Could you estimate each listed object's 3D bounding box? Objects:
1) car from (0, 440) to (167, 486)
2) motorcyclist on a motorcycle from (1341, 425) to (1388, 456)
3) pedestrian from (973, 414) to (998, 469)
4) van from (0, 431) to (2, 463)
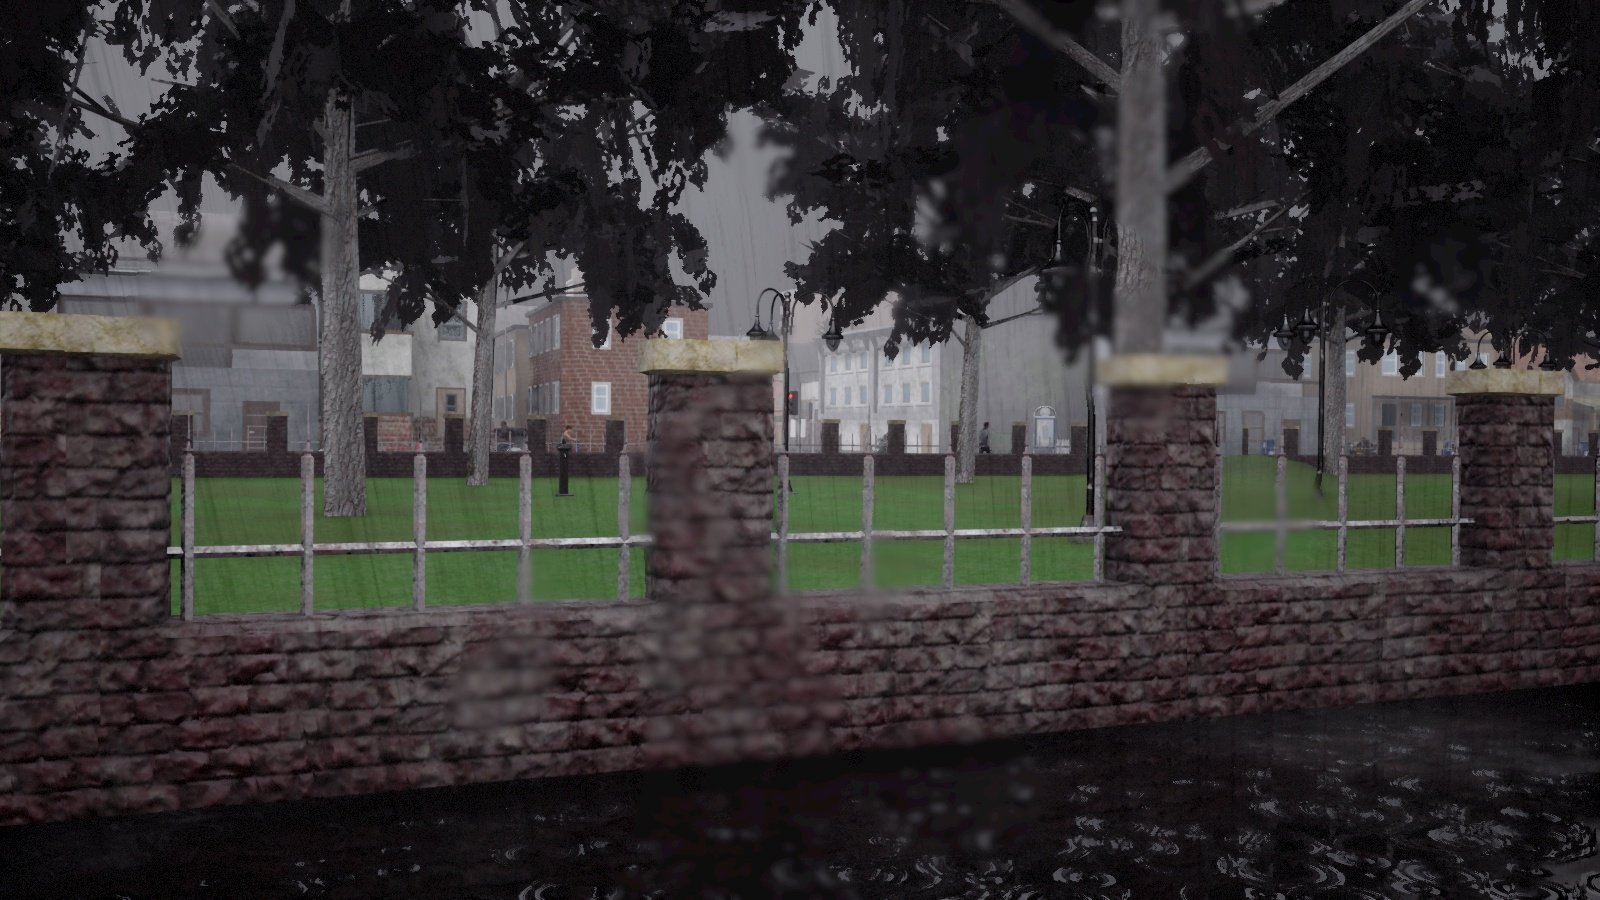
[{"bbox_3d":[-24.696,0.416,42.804,5.357,1.411,2.033,-1,1,-21],"label":"car"},{"bbox_3d":[28.501,-0.507,63.443,2.191,1.530,0.866,-1,1,-21],"label":"motorcyclist on a motorcycle"},{"bbox_3d":[6.673,-0.299,45.129,0.788,1.949,0.423,-1,1,-21],"label":"pedestrian"},{"bbox_3d":[-50.183,-0.150,76.514,1.775,1.987,4.442,-1,1,-21],"label":"van"}]
